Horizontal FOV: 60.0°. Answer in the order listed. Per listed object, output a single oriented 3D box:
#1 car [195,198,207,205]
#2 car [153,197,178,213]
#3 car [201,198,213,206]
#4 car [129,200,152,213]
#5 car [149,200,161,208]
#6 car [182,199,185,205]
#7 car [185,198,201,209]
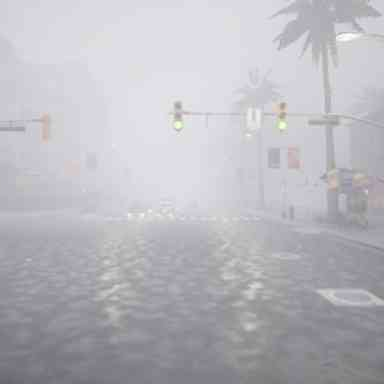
[{"bbox_3d":[2.159,2.350,83.390,1.882,1.535,5.008,0,-1,-12],"label":"car"},{"bbox_3d":[-3.526,1.697,45.441,2.150,2.045,5.566,0,-1,1],"label":"car"},{"bbox_3d":[3.374,2.290,73.080,2.128,1.511,4.902,0,-1,-4],"label":"car"},{"bbox_3d":[-7.039,1.816,44.241,2.097,1.767,4.553,0,-1,1],"label":"car"},{"bbox_3d":[-6.998,2.185,63.018,1.812,1.442,4.674,0,-1,0],"label":"car"},{"bbox_3d":[-1.464,2.416,83.804,2.033,1.411,5.357,0,-1,-12],"label":"car"},{"bbox_3d":[0.101,2.091,58.605,1.882,1.535,5.008,0,-1,0],"label":"car"}]
